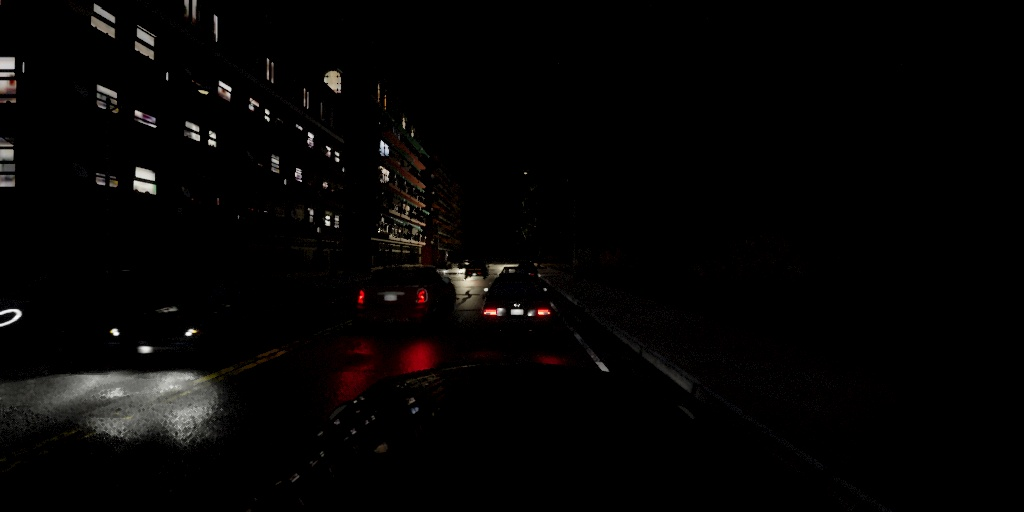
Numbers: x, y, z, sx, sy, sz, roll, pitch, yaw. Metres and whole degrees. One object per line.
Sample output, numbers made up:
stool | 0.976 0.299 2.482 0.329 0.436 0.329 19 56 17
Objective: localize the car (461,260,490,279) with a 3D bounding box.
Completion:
car | -3.121 1.260 32.344 1.837 1.490 4.892 0 0 0

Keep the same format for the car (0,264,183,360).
car | -9.843 1.103 8.274 2.097 1.767 4.553 0 0 0

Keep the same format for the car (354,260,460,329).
car | -3.141 1.105 11.404 2.097 1.767 4.553 0 0 0

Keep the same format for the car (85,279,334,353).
car | -6.594 1.298 9.107 2.033 1.411 5.357 0 0 0

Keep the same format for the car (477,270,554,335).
car | 0.111 1.299 10.513 2.033 1.411 5.357 0 0 0

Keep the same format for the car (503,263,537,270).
car | 0.119 1.300 20.875 2.033 1.411 5.357 0 0 0

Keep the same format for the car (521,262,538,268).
car | 1.167 1.259 30.642 1.837 1.490 4.892 0 0 0

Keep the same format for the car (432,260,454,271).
car | -9.796 1.300 51.256 2.033 1.411 5.357 0 0 0
